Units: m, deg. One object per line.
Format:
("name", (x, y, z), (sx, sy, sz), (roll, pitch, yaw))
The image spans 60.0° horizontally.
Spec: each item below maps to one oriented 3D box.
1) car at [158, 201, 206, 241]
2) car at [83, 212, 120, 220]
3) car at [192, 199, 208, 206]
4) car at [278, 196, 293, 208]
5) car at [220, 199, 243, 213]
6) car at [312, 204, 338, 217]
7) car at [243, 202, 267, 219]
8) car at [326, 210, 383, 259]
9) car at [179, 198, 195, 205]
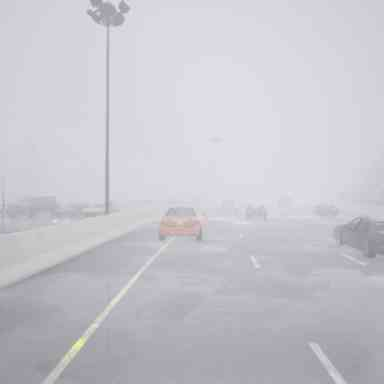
("car", (-0.379, 1.477, 17.623), (2.097, 1.767, 4.553), (0, 0, 5))
("car", (-8.183, 1.667, 30.111), (1.882, 1.535, 5.008), (0, -1, 9))
("car", (1.608, 2.086, 68.577), (1.895, 1.301, 4.718), (0, 0, 20))
("car", (16.002, 1.680, 57.040), (2.150, 2.045, 5.566), (0, -1, 20))
("car", (4.770, 1.666, 41.643), (2.097, 1.767, 4.553), (0, 0, 13))
("car", (13.752, 1.894, 34.560), (1.895, 1.301, 4.718), (0, 0, 12))
("car", (6.161, 1.850, 31.957), (1.895, 1.301, 4.718), (0, 0, 11))
("car", (7.231, 1.665, 13.077), (2.033, 1.411, 5.357), (0, 0, 6))
("car", (-0.974, 2.017, 71.672), (1.812, 1.442, 4.674), (0, 0, 20))
